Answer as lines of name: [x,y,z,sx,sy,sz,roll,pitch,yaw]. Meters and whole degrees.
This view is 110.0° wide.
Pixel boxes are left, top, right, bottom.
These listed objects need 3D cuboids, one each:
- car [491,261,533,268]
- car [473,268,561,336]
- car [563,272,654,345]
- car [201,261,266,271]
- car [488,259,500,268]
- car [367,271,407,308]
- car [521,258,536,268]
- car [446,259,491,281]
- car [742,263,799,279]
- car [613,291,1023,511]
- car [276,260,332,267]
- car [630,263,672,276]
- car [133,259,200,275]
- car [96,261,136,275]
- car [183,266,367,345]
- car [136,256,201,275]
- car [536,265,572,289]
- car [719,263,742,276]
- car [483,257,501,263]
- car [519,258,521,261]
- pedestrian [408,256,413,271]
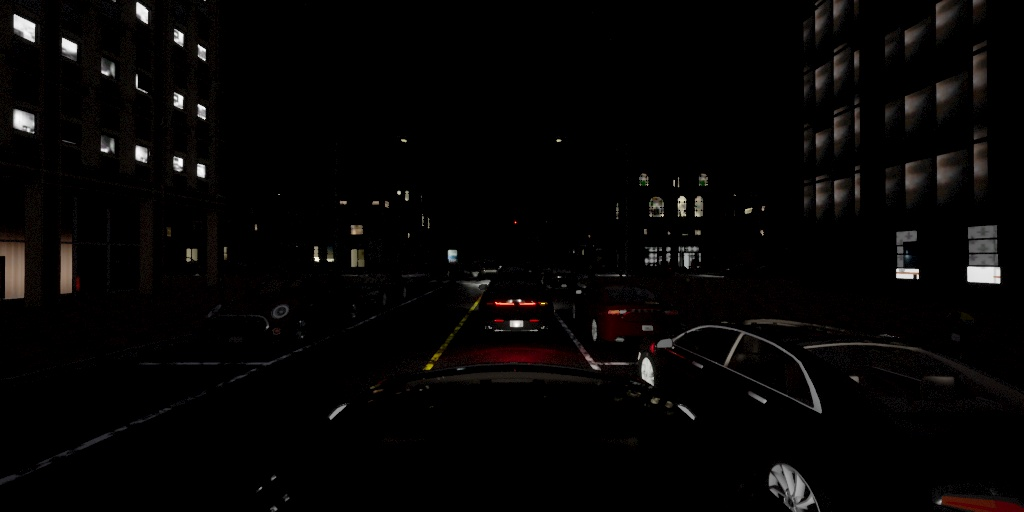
car: [0.095,1.230,20.552,1.882,1.535,5.008,0,0,2]
car: [0.100,1.255,10.363,1.837,1.490,4.892,0,0,0]
car: [2.690,1.296,9.345,1.888,1.381,4.507,0,0,0]
car: [-25.417,1.177,33.130,4.403,1.370,2.007,0,0,1]
car: [-3.069,1.263,63.214,1.837,1.490,4.892,0,0,0]
car: [-5.691,1.302,15.053,2.007,1.370,4.403,0,0,0]
car: [2.687,1.322,53.119,1.948,1.339,4.313,0,0,0]
car: [-4.015,1.244,30.045,2.128,1.511,4.902,1,0,-30]
car: [23.641,1.433,32.343,4.207,1.307,1.802,0,0,1]
car: [2.691,1.301,3.653,2.007,1.370,4.403,0,0,0]
car: [-20.119,1.155,35.644,4.902,1.511,2.128,0,0,1]
car: [14.809,1.403,38.306,4.181,1.385,1.994,0,0,1]
car: [-34.484,1.106,35.869,4.892,1.490,1.837,0,0,1]
car: [-36.490,1.130,33.300,4.403,1.370,2.007,0,0,1]
car: [-5.690,1.190,9.361,1.967,1.591,4.097,0,0,0]
car: [-30.953,0.917,33.215,5.009,1.841,2.192,0,0,1]
car: [2.690,1.302,20.729,2.007,1.370,4.403,0,0,0]
car: [24.624,1.413,38.160,4.674,1.442,1.812,0,0,1]
car: [-3.087,1.234,53.804,1.882,1.535,5.008,0,0,1]
car: [2.687,1.340,64.161,1.802,1.307,4.207,0,0,0]
pedestrian: [-12.554,0.885,44.265,0.375,1.860,0.375,0,-1,1]
